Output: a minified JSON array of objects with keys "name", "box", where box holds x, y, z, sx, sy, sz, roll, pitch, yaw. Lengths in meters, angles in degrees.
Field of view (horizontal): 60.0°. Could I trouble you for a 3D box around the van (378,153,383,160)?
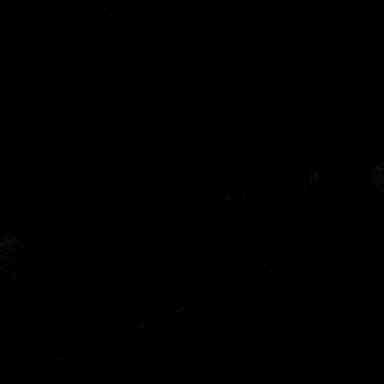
[{"name":"van","box":[30.824,-6.029,50.671,1.878,1.987,4.442,-8,5,-35]}]
